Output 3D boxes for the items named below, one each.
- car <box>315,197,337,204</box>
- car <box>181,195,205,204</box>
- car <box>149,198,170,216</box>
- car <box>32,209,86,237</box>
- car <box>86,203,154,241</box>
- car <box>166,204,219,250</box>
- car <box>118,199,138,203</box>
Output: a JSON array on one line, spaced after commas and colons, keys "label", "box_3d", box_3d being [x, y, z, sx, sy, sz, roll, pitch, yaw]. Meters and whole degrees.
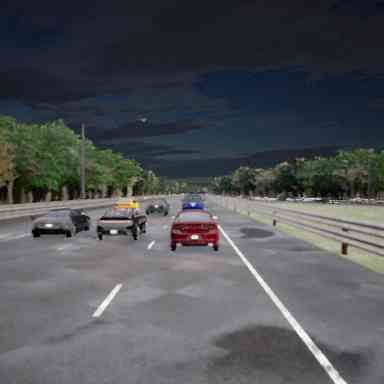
[{"label": "car", "box_3d": [29.484, 1.861, 73.308, 1.882, 1.535, 5.008, 0, 0, -27]}, {"label": "car", "box_3d": [0.102, 1.275, 33.251, 2.150, 2.045, 5.566, 0, 0, 0]}, {"label": "car", "box_3d": [-3.380, 1.392, 33.764, 2.097, 1.767, 4.553, 1, 0, 0]}, {"label": "car", "box_3d": [-6.897, 1.587, 18.049, 1.994, 1.385, 4.181, 0, 0, 0]}, {"label": "car", "box_3d": [-3.396, 1.513, 16.847, 2.128, 1.511, 4.902, 0, 0, 0]}, {"label": "car", "box_3d": [0.103, 1.495, 14.542, 1.882, 1.535, 5.008, 0, 0, 0]}, {"label": "car", "box_3d": [-6.902, 1.505, 35.610, 1.882, 1.535, 5.008, 0, 0, 0]}]
